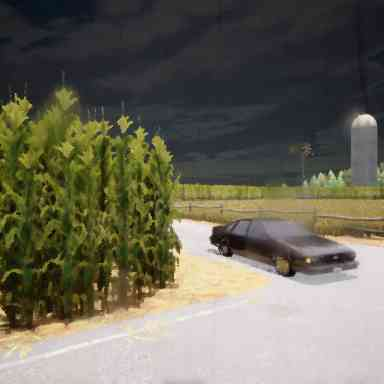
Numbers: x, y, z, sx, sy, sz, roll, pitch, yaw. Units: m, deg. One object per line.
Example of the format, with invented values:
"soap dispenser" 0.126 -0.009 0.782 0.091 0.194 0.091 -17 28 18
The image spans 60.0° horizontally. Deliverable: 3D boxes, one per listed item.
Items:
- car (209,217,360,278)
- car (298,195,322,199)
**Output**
"car" 2.474 1.547 10.637 2.033 1.411 5.357 0 0 -25
"car" 26.311 1.477 74.346 5.008 1.535 1.882 0 0 18
